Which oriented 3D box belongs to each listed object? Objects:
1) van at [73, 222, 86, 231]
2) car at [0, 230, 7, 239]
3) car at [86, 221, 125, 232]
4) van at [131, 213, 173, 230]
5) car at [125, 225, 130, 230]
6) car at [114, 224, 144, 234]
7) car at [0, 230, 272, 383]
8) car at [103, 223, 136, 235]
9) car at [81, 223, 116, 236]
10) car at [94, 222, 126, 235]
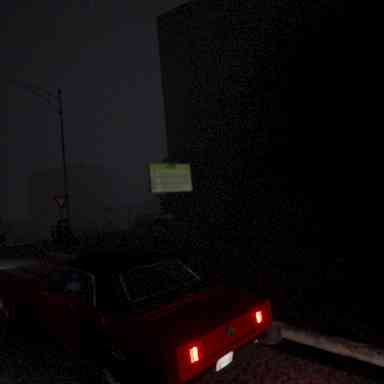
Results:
[{"bbox_3d":[-15.788,5.429,49.669,4.442,1.987,1.878,-7,-7,22],"label":"van"},{"bbox_3d":[-13.915,3.099,22.542,1.837,1.490,4.892,-3,-5,-20],"label":"car"},{"bbox_3d":[-12.014,5.010,46.513,1.882,1.535,5.008,-7,-7,22],"label":"car"},{"bbox_3d":[-5.190,3.830,42.644,4.442,1.987,1.878,-7,-7,22],"label":"van"},{"bbox_3d":[-7.283,5.054,49.625,2.128,1.511,4.902,-7,-8,22],"label":"car"},{"bbox_3d":[-11.303,6.682,59.943,4.792,1.488,2.163,-7,-8,22],"label":"car"},{"bbox_3d":[-1.303,1.589,5.196,4.718,1.301,1.895,0,1,41],"label":"car"},{"bbox_3d":[-12.576,6.415,57.463,5.366,1.575,1.946,-7,-8,22],"label":"car"},{"bbox_3d":[-14.604,5.874,52.152,5.008,1.535,2.097,-7,-7,22],"label":"car"},{"bbox_3d":[-13.507,5.999,54.717,4.553,1.767,2.185,-7,-8,22],"label":"car"}]
